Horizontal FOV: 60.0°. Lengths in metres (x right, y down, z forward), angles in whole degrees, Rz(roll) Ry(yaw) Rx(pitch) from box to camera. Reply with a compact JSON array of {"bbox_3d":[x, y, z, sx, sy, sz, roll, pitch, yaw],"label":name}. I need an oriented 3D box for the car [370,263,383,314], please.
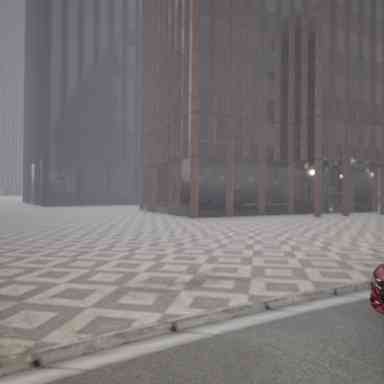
[{"bbox_3d":[5.543,1.517,6.284,5.008,1.535,1.882,0,0,-27],"label":"car"}]
